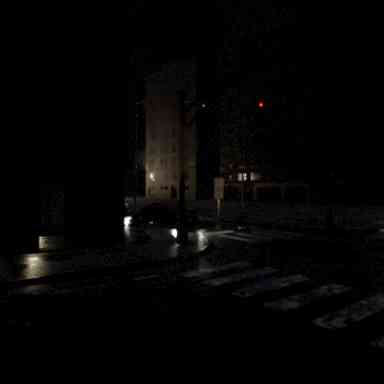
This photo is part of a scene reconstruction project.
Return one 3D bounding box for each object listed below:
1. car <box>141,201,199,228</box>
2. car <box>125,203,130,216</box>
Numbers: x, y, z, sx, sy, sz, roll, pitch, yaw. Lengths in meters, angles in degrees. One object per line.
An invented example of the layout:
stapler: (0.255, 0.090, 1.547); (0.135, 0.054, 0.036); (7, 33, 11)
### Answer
car: (-1.486, 1.322, 20.999); (1.882, 1.535, 5.008); (0, 0, -34)
car: (-7.212, 1.124, 29.135); (2.097, 1.767, 4.553); (0, 0, -35)
